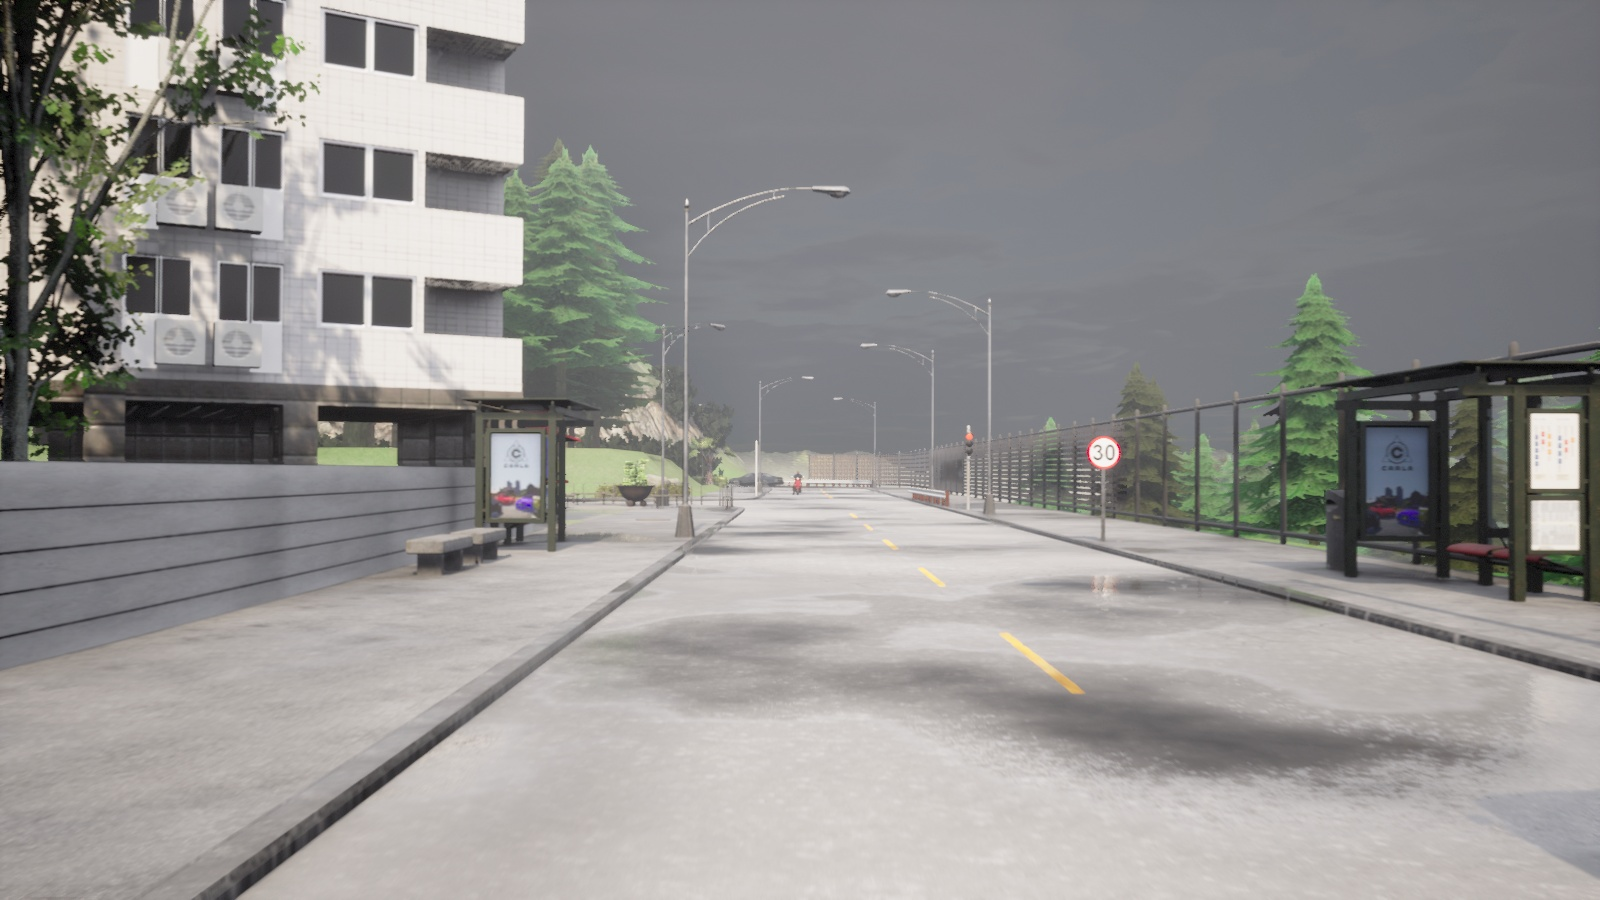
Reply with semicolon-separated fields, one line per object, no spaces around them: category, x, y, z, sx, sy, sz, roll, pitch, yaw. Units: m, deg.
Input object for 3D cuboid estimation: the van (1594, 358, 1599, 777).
van;3.992;0.596;2.662;1.775;1.987;4.442;0;-1;0
